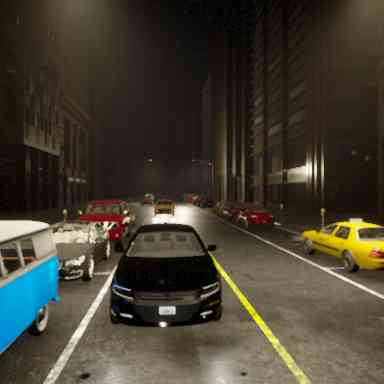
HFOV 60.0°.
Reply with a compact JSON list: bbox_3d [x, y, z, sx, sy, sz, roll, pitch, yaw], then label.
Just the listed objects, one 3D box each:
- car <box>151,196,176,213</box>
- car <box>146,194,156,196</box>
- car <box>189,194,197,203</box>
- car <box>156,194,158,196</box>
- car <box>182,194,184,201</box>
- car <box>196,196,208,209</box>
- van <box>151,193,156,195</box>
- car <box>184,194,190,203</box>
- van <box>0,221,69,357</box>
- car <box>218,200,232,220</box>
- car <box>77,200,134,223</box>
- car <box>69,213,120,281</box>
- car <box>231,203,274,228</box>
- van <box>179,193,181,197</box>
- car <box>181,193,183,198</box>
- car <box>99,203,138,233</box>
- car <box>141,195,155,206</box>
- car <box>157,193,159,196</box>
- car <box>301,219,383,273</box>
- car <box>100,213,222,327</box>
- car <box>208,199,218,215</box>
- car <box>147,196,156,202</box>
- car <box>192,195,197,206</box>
[{"bbox_3d":[-2.617,1.452,31.523,1.882,1.535,5.008,0,0,-5],"label":"car"},{"bbox_3d":[-7.907,1.534,59.969,1.947,1.339,4.313,0,0,-5],"label":"car"},{"bbox_3d":[1.078,1.404,55.138,1.967,1.590,4.097,0,0,-5],"label":"car"},{"bbox_3d":[-8.898,1.510,71.161,1.887,1.381,4.507,0,0,-5],"label":"car"},{"bbox_3d":[-0.407,1.526,71.929,1.947,1.339,4.313,0,0,-5],"label":"car"},{"bbox_3d":[2.069,1.533,43.945,1.947,1.339,4.313,0,0,-5],"label":"car"},{"bbox_3d":[-8.403,1.308,65.565,1.690,1.788,3.998,0,0,-5],"label":"van"},{"bbox_3d":[0.088,1.276,66.332,2.192,1.841,5.009,0,0,-5],"label":"car"},{"bbox_3d":[-2.955,1.339,4.003,1.690,1.788,3.998,0,0,-5],"label":"van"},{"bbox_3d":[3.555,1.556,27.154,1.802,1.307,4.206,0,0,-5],"label":"car"},{"bbox_3d":[-3.945,1.304,15.196,2.192,1.841,5.009,0,0,-5],"label":"car"},{"bbox_3d":[-3.450,1.544,9.600,2.008,1.369,4.403,0,0,-5],"label":"car"},{"bbox_3d":[4.050,1.560,21.557,1.802,1.307,4.206,0,0,-5],"label":"car"},{"bbox_3d":[-1.893,1.299,88.720,1.690,1.788,3.998,0,0,-5],"label":"van"},{"bbox_3d":[-0.902,1.510,77.526,2.008,1.369,4.403,0,0,-5],"label":"car"},{"bbox_3d":[-4.426,1.510,20.624,1.752,1.417,4.829,0,0,-5],"label":"car"},{"bbox_3d":[-7.412,1.552,54.372,1.802,1.307,4.206,0,0,-5],"label":"car"},{"bbox_3d":[-10.383,1.545,87.951,1.802,1.307,4.206,0,0,-5],"label":"car"},{"bbox_3d":[5.026,1.513,10.533,1.752,1.417,4.829,0,0,-5],"label":"car"},{"bbox_3d":[-0.580,1.471,7.390,1.882,1.535,5.008,0,0,-5],"label":"car"},{"bbox_3d":[3.045,1.496,32.920,1.752,1.417,4.829,0,0,-5],"label":"car"},{"bbox_3d":[-9.393,1.530,76.758,1.947,1.339,4.313,0,0,-5],"label":"car"},{"bbox_3d":[1.574,1.510,49.542,1.887,1.381,4.507,0,0,-5],"label":"car"}]
